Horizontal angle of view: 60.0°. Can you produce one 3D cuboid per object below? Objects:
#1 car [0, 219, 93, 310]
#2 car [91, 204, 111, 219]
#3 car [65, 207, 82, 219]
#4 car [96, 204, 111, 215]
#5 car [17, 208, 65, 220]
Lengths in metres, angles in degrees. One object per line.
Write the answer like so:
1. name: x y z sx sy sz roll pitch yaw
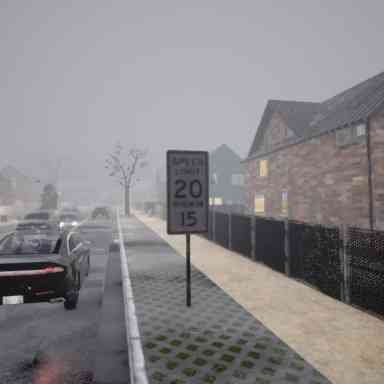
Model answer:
1. car: -3.509 1.626 7.893 2.128 1.511 4.902 0 -1 -13
2. car: -10.315 2.260 37.739 1.837 1.490 4.892 0 -1 -13
3. car: -12.459 2.239 34.268 2.033 1.411 5.357 0 -1 -13
4. car: -12.663 2.457 47.760 1.882 1.535 5.008 0 -1 -13
5. car: -9.267 1.901 20.242 1.837 1.490 4.892 0 -1 -13
